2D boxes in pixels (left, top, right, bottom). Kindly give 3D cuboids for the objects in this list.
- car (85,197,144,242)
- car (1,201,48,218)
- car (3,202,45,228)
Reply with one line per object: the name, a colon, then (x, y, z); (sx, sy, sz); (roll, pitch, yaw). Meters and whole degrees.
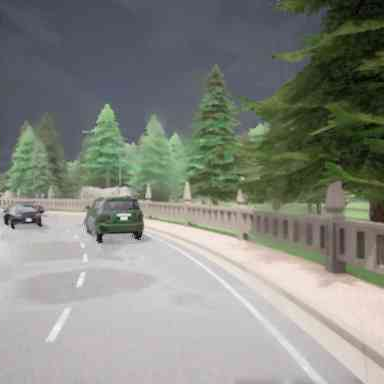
car: (-4.109, 1.276, 17.106); (2.150, 2.045, 5.566); (0, 0, -24)
car: (-16.775, 1.676, 33.163); (5.357, 1.411, 2.033); (0, 0, 38)
car: (-11.628, 1.615, 22.804); (1.812, 1.442, 4.674); (0, 0, -36)
